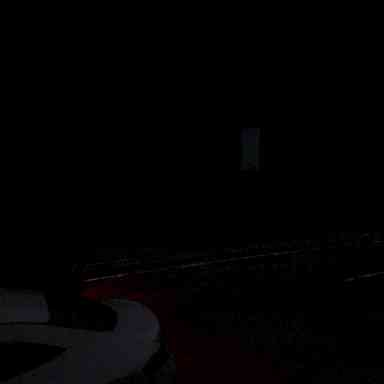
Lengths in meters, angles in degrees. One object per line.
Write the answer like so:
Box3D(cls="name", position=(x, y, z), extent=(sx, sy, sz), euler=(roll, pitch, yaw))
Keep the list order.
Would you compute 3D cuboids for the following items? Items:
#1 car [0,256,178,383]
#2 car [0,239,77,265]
Box3D(cls="car", position=(-2.293, 1.518, 2.197), extent=(4.674, 1.442, 1.812), euler=(0, 0, -35))
Box3D(cls="car", position=(-4.307, 1.461, 5.077), extent=(5.008, 1.535, 1.882), euler=(0, 0, -35))
